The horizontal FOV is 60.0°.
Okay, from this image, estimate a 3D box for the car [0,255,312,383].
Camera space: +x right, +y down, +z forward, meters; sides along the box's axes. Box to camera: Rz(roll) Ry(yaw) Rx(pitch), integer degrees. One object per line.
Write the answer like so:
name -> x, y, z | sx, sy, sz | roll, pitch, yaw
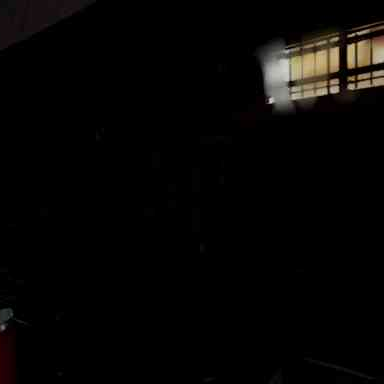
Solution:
car -> -0.971, 1.428, 3.575 | 4.097, 1.590, 1.967 | 0, 0, 35
